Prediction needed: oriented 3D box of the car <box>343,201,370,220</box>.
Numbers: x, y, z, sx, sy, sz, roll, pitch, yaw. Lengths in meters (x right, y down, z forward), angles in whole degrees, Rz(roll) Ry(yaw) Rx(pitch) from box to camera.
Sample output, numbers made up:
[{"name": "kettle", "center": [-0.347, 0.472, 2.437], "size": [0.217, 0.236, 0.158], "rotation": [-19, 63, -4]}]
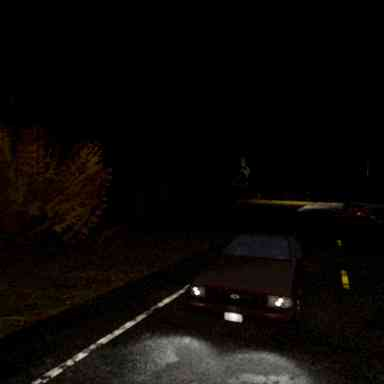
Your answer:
[{"name": "car", "center": [15.735, 1.788, 31.644], "size": [1.882, 1.535, 5.008], "rotation": [0, 0, 23]}]

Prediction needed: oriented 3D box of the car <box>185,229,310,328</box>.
[{"name": "car", "center": [1.691, 1.601, 7.681], "size": [2.033, 1.411, 5.357], "rotation": [0, 0, 23]}]
